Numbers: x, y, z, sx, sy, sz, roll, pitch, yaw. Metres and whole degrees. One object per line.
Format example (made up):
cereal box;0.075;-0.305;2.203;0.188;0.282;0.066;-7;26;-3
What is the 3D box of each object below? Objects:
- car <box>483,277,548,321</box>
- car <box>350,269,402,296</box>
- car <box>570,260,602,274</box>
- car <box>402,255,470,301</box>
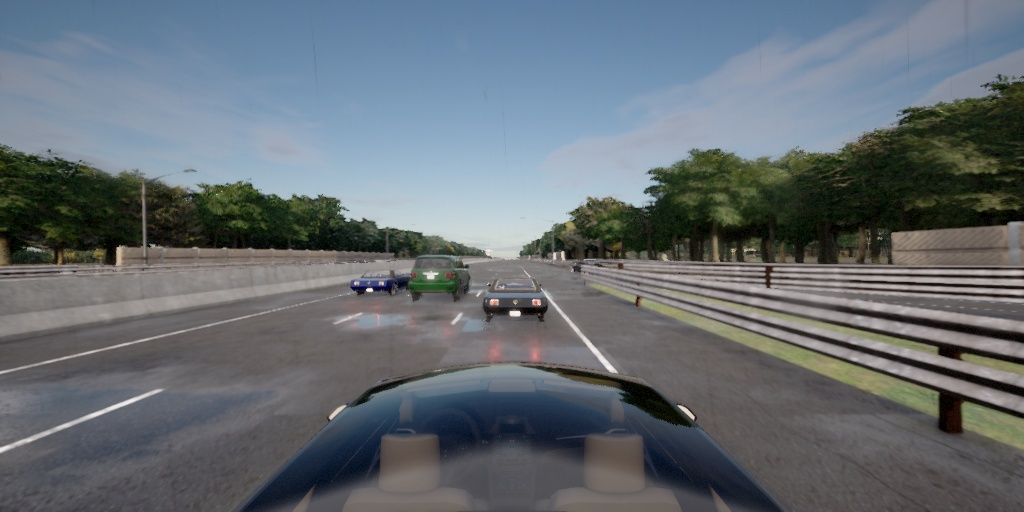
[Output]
car;0.098;1.358;12.449;1.895;1.301;4.718;0;0;0
car;-6.902;1.366;19.608;1.895;1.301;4.718;0;0;0
car;8.033;1.228;39.184;1.837;1.490;4.892;-2;1;-16
car;-3.402;0.984;17.690;2.150;2.045;5.566;0;0;0
